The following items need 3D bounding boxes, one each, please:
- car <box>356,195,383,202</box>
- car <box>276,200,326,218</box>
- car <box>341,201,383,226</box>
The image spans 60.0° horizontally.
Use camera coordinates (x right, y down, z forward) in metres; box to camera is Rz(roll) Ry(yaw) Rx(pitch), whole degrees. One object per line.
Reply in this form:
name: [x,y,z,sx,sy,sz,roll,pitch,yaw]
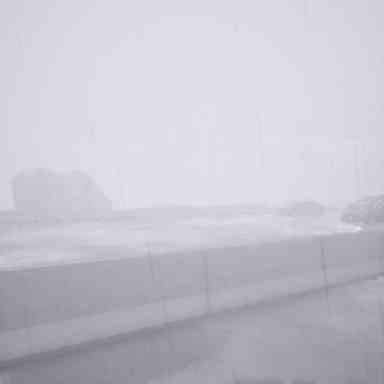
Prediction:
car: [15.778,1.254,28.737,5.566,2.045,2.150,1,0,-25]
car: [9.718,1.514,29.712,4.892,1.490,1.837,0,0,-26]
car: [12.455,1.587,23.255,4.181,1.385,1.994,0,0,-26]
